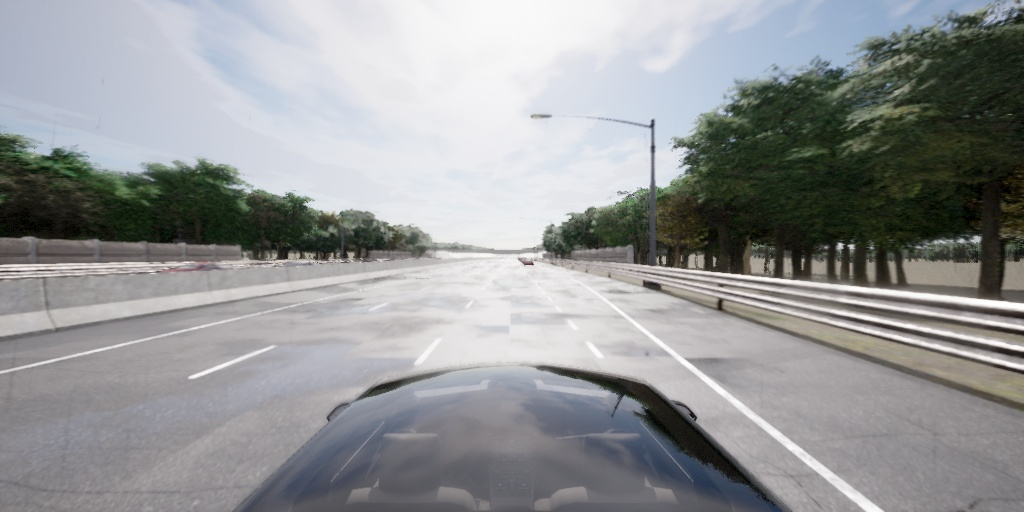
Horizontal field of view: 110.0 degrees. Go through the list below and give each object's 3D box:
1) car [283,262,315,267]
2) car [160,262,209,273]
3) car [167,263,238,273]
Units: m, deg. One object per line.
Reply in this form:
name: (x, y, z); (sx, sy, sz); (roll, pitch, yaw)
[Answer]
car: (-17.570, 1.255, 29.368); (1.837, 1.490, 4.892); (0, -1, 0)
car: (-24.568, 1.224, 27.995); (1.882, 1.535, 5.008); (0, 0, 0)
car: (-21.086, 1.347, 25.440); (1.895, 1.301, 4.718); (0, 0, 0)
